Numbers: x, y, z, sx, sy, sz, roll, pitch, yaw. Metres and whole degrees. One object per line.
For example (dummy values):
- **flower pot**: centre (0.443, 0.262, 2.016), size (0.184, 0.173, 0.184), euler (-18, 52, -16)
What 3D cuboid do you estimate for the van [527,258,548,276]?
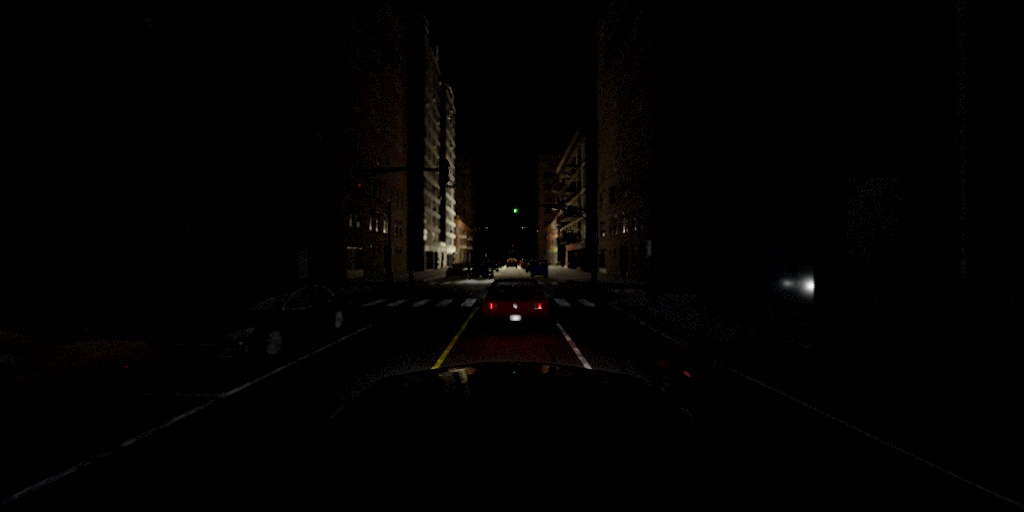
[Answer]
- **van**: centre (2.635, 1.193, 35.329), size (1.690, 1.789, 3.998), euler (0, 0, 0)

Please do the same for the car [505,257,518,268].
- **car**: centre (-0.005, 1.410, 64.627), size (1.882, 1.535, 5.008), euler (0, 0, 0)

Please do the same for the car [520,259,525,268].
- **car**: centre (2.633, 1.499, 58.054), size (1.802, 1.307, 4.207), euler (0, 0, 0)

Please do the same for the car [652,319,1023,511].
- **car**: centre (2.638, 1.193, 2.729), size (1.967, 1.591, 4.097), euler (0, 0, 0)

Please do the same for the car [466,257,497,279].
- **car**: centre (-2.801, 1.200, 33.767), size (2.097, 1.767, 4.553), euler (0, 0, -1)

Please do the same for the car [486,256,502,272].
- **car**: centre (-2.837, 1.101, 47.745), size (2.150, 2.045, 5.566), euler (0, 1, 0)

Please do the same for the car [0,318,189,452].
- **car**: centre (-5.387, 1.279, 2.549), size (1.751, 1.417, 4.829), euler (0, 0, 0)

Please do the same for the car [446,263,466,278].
- **car**: centre (-5.390, 1.403, 35.319), size (2.007, 1.370, 4.403), euler (0, 0, 0)

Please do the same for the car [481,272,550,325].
- **car**: centre (0.101, 1.382, 11.872), size (1.895, 1.301, 4.718), euler (0, 0, 0)

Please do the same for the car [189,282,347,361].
- **car**: centre (-5.387, 1.321, 8.238), size (2.007, 1.370, 4.403), euler (0, 0, 0)

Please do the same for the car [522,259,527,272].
- **car**: centre (2.634, 1.468, 46.691), size (1.802, 1.307, 4.207), euler (0, 0, 0)

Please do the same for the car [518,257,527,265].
- **car**: centre (2.632, 1.245, 63.736), size (2.192, 1.841, 5.009), euler (0, 0, 0)

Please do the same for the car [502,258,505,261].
- **car**: centre (-2.791, 1.495, 63.916), size (1.994, 1.385, 4.181), euler (0, 0, 1)
